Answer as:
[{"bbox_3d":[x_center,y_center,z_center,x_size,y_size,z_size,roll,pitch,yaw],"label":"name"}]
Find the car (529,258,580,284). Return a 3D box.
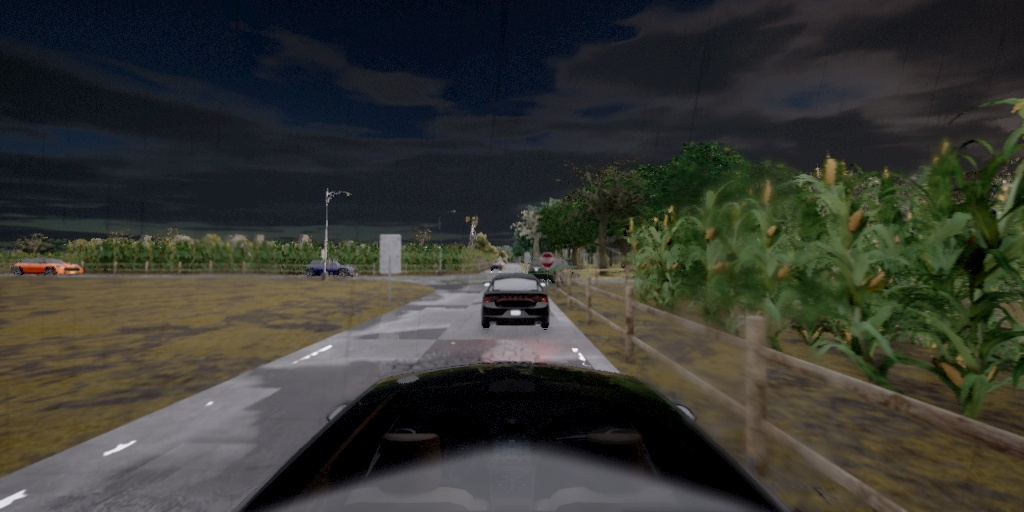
[{"bbox_3d":[3.624,1.197,30.289,2.150,2.045,5.566,-1,-1,39],"label":"car"}]

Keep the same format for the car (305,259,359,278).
[{"bbox_3d":[-16.905,1.158,33.907,4.553,1.767,2.097,0,-2,0],"label":"car"}]

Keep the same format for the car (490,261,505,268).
[{"bbox_3d":[-2.628,1.800,60.252,2.033,1.411,5.357,0,-1,1],"label":"car"}]

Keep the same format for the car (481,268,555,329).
[{"bbox_3d":[0.098,1.311,11.622,1.882,1.535,5.008,0,0,0],"label":"car"}]

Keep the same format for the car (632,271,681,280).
[{"bbox_3d":[15.463,1.889,37.500,5.357,1.411,2.033,1,-2,1],"label":"car"}]

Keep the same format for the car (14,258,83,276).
[{"bbox_3d":[-43.880,0.994,34.015,4.553,1.767,2.097,0,-2,0],"label":"car"}]
